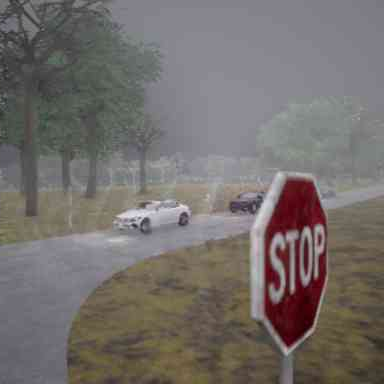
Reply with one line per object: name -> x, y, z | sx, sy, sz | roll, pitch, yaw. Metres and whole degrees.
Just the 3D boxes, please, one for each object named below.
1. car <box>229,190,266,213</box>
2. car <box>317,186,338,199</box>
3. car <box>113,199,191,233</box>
car -> 4.747, 0.652, 25.560 | 1.882, 1.535, 5.008 | 0, 2, 39
car -> 15.133, -0.004, 38.268 | 2.033, 1.411, 5.357 | 0, 3, 39
car -> -1.909, 1.140, 17.309 | 1.812, 1.442, 4.674 | 0, 2, 37
